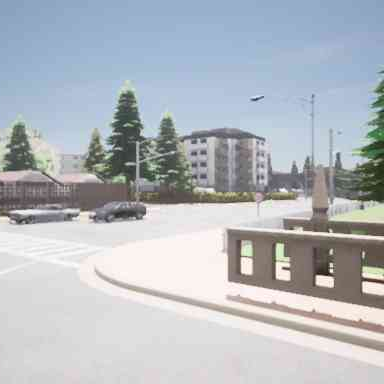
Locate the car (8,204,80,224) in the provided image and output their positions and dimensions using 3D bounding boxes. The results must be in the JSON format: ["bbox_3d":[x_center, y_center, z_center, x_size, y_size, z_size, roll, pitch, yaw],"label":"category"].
[{"bbox_3d":[-10.818,1.589,24.561,1.895,1.301,4.718,0,0,38],"label":"car"}]

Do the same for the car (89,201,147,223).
[{"bbox_3d":[-5.620,1.477,25.570,2.128,1.511,4.902,0,0,37],"label":"car"}]
